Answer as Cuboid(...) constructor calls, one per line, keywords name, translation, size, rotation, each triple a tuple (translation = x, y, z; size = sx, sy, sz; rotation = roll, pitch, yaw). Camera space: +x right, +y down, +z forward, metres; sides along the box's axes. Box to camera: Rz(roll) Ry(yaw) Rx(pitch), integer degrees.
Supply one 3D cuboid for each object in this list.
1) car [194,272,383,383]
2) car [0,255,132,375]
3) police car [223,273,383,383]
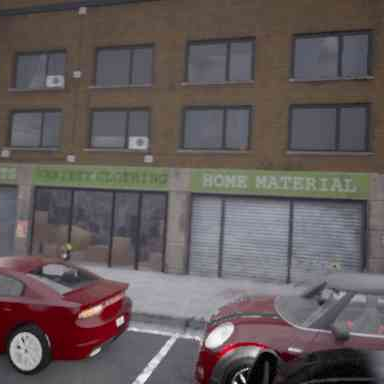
Cuboid(name="car", translation=(2.100, 1.802, 4.262), size=(4.097, 1.590, 1.967), rotation=(2, -3, 14))
Cuboid(name="car", translation=(-3.252, 1.747, 5.556), size=(4.507, 1.381, 1.887), rotation=(2, -3, 14))
Cuboid(name="police car", translation=(2.934, 1.702, 2.160), size=(5.238, 1.638, 1.930), rotation=(2, -3, 14))
